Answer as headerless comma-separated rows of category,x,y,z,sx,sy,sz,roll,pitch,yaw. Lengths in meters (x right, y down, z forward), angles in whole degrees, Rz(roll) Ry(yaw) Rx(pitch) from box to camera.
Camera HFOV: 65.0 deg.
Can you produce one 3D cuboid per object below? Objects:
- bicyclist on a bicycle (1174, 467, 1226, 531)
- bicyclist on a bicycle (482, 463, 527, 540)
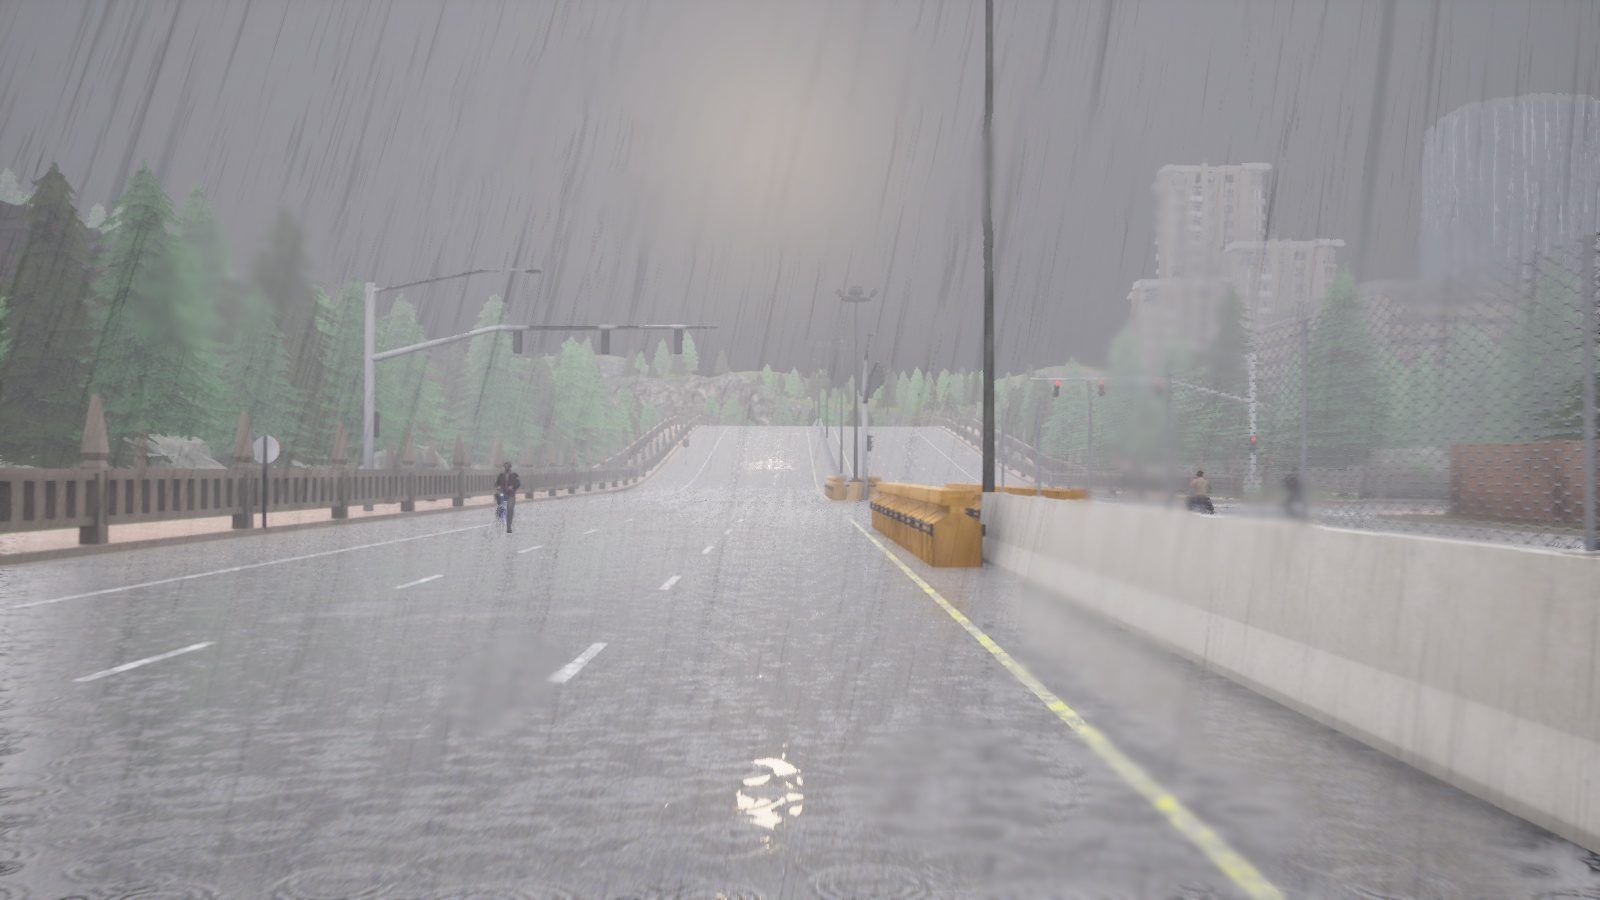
bicyclist on a bicycle,10.417,1.258,32.746,0.866,1.612,1.509,0,-1,1
bicyclist on a bicycle,-7.074,1.218,30.127,0.659,1.776,1.843,0,-1,0
